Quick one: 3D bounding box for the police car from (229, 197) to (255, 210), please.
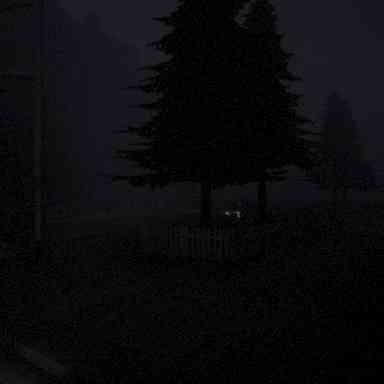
[{"bbox_3d":[6.405,1.493,42.802,1.930,1.638,5.238,0,0,34],"label":"police car"}]
